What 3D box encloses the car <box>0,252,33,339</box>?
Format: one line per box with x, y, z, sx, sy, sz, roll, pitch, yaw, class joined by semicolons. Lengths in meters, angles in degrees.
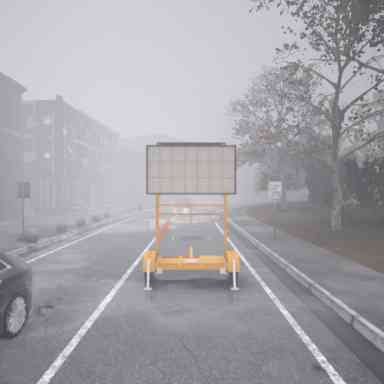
-3.606;1.506;3.758;1.837;1.490;4.892;0;0;0;car

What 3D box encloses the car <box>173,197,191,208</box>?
-1.408;1.500;48.510;1.837;1.490;4.892;-1;0;10;car

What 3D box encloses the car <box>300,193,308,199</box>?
27.921;0.806;79.198;4.902;1.511;2.128;-2;0;-28;car

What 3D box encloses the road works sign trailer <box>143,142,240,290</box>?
-0.020;0.467;9.035;2.380;3.560;2.880;0;0;0;road works sign trailer
